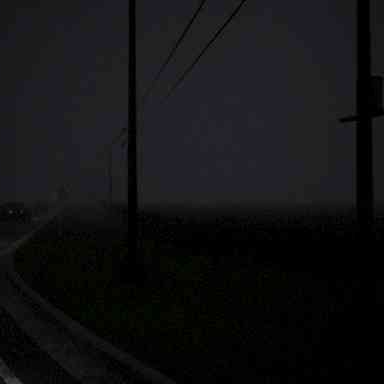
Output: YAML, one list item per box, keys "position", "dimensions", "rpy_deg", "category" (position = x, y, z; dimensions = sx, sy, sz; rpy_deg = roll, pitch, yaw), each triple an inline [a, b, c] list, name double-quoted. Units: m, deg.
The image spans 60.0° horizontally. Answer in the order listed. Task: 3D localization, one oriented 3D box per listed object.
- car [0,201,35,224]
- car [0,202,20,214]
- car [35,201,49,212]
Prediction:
- position: [-15.153, 1.668, 28.572]
  dimensions: [2.097, 1.767, 4.553]
  rpy_deg: [0, -1, -19]
  category: "car"
- position: [-24.094, 2.088, 43.888]
  dimensions: [1.895, 1.301, 4.718]
  rpy_deg: [0, -1, -19]
  category: "car"
- position: [-21.798, 2.068, 47.989]
  dimensions: [2.033, 1.411, 5.357]
  rpy_deg: [0, -1, -19]
  category: "car"
